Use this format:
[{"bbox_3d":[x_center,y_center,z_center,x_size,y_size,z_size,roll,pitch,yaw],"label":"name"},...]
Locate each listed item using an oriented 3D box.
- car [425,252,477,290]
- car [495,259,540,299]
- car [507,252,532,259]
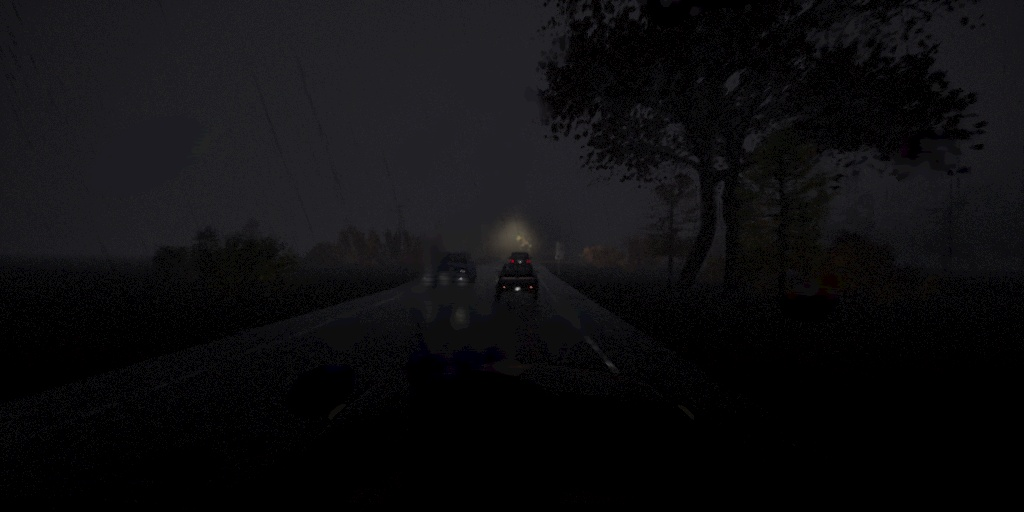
[{"bbox_3d":[-3.347,0.758,20.816,2.150,2.045,5.566,0,0,1],"label":"car"},{"bbox_3d":[0.262,1.080,16.698,2.128,1.511,4.902,0,1,1],"label":"car"},{"bbox_3d":[0.824,0.615,35.456,2.150,2.045,5.566,0,1,2],"label":"car"}]
